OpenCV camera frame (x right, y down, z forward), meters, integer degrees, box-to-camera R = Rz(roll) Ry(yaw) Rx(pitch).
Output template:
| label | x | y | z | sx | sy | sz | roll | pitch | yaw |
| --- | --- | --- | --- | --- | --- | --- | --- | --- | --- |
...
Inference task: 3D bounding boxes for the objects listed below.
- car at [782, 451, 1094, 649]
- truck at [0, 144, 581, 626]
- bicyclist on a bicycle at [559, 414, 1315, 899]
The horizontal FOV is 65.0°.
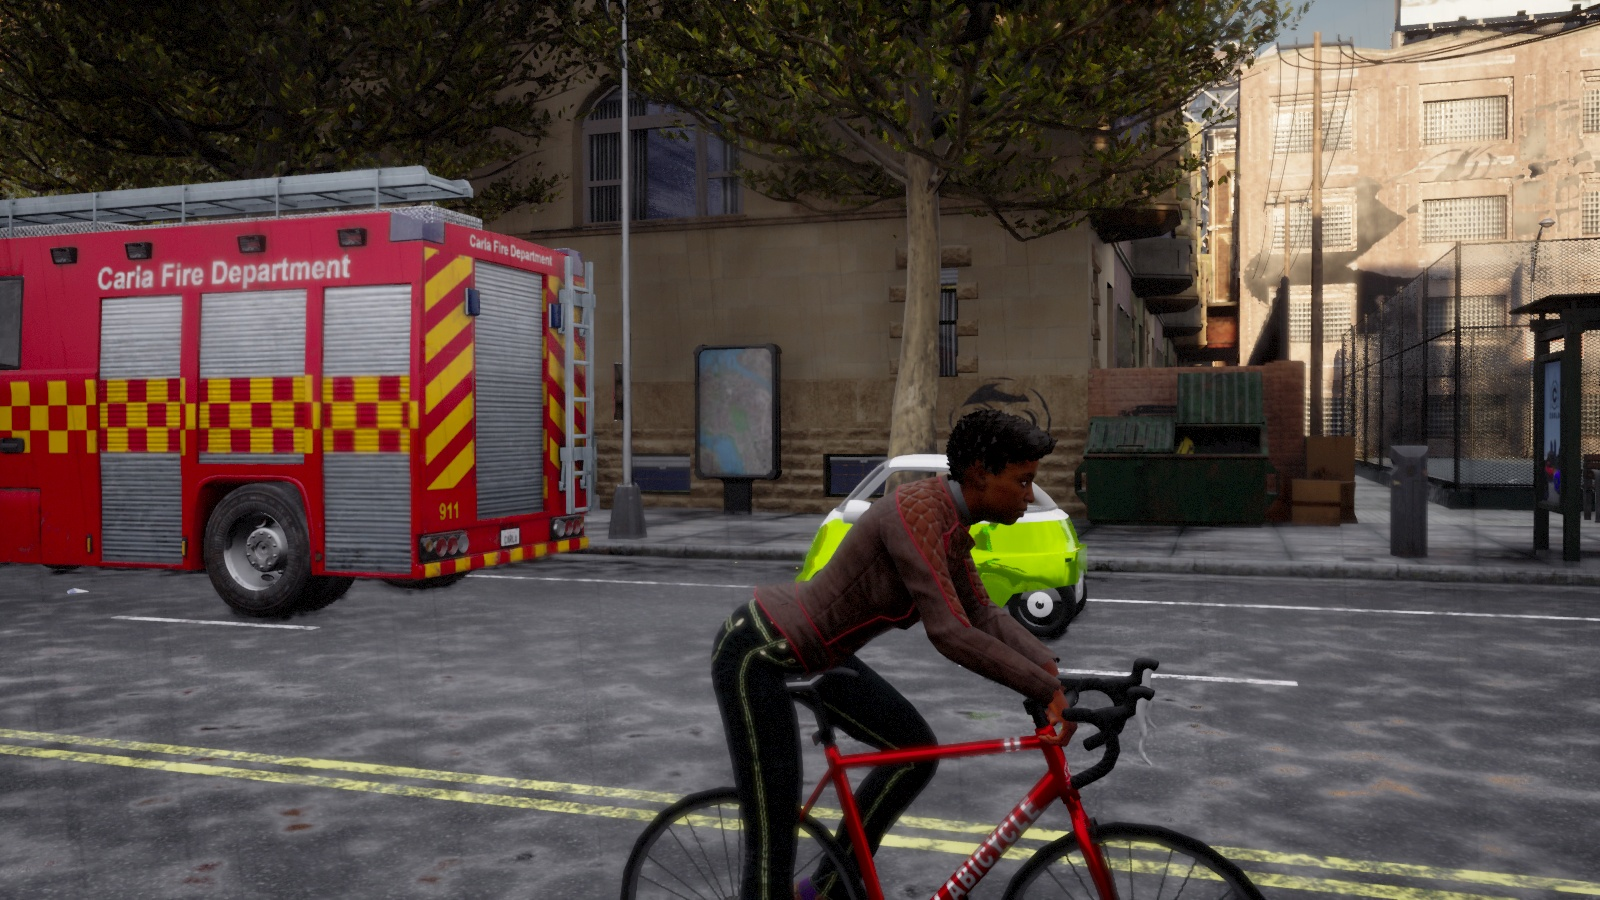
| label | x | y | z | sx | sy | sz | roll | pitch | yaw |
| --- | --- | --- | --- | --- | --- | --- | --- | --- | --- |
| car | 1.153 | 0.723 | 10.141 | 2.207 | 1.376 | 1.481 | 1 | 1 | 19 |
| truck | -6.695 | -0.566 | 12.681 | 8.468 | 3.827 | 2.891 | 1 | 1 | 19 |
| bicyclist on a bicycle | 0.305 | 0.732 | 3.021 | 1.656 | 1.620 | 0.582 | 1 | 1 | 17 |
